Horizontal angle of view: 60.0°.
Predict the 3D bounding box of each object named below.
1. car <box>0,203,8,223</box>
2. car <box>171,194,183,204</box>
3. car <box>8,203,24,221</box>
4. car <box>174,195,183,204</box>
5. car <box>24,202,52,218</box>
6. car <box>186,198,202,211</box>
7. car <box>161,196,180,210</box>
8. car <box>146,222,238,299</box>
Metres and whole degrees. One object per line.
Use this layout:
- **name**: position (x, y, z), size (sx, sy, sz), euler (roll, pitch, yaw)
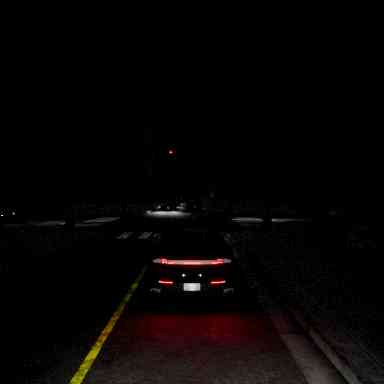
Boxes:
- **car**: position (-14.766, 1.539, 21.554), size (4.313, 1.339, 1.947), euler (0, 0, 0)
- **car**: position (-2.800, 1.299, 62.811), size (2.097, 1.767, 4.553), euler (0, 0, 1)
- **car**: position (-15.681, 1.209, 24.096), size (5.566, 2.045, 2.150), euler (0, 0, 0)
- **car**: position (-2.835, 1.508, 52.173), size (2.033, 1.411, 5.357), euler (0, 0, 1)
- **car**: position (-14.760, 1.580, 29.581), size (4.313, 1.339, 1.947), euler (0, 0, 0)
- **car**: position (0.239, 1.502, 40.392), size (1.812, 1.442, 4.674), euler (0, 0, -2)
- **car**: position (-2.841, 1.576, 41.706), size (1.895, 1.301, 4.718), euler (0, 0, 0)
- **car**: position (0.002, 1.492, 8.404), size (2.128, 1.511, 4.902), euler (0, 0, 0)
